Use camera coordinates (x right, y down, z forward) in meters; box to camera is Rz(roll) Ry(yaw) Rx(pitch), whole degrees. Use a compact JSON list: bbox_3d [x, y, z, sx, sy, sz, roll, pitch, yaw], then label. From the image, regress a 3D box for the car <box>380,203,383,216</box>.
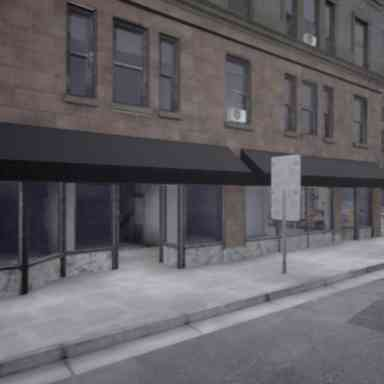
[{"bbox_3d":[17.137,1.635,29.745,2.008,1.369,4.403,-1,0,-35],"label":"car"}]
